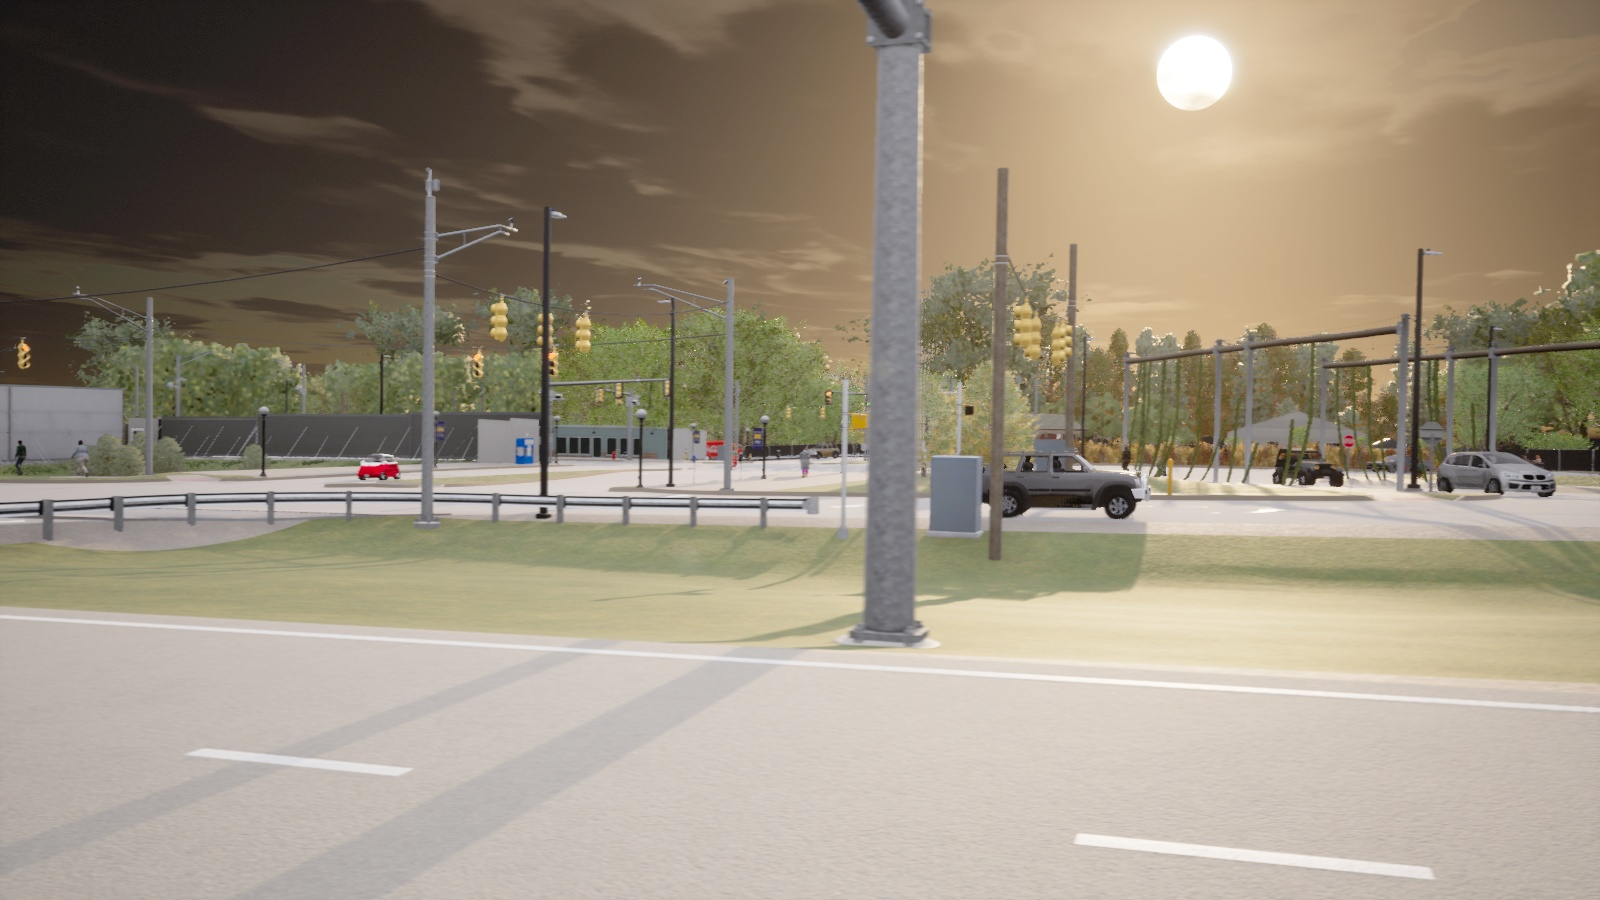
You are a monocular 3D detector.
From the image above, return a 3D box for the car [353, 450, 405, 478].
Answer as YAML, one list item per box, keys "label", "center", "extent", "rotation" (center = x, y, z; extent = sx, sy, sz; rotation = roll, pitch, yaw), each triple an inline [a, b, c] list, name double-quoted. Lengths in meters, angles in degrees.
- label: "car"
  center: [-21.599, 0.716, 64.464]
  extent: [1.481, 1.376, 2.207]
  rotation: [1, 0, 18]

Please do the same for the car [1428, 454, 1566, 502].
- label: "car"
  center: [25.924, 1.011, 46.906]
  extent: [2.242, 1.667, 4.611]
  rotation: [1, -1, -6]

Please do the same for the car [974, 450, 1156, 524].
- label: "car"
  center: [7.146, 0.942, 33.824]
  extent: [4.605, 1.855, 1.932]
  rotation: [0, 1, 18]

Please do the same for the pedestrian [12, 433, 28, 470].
- label: "pedestrian"
  center: [-39.061, 0.085, 62.908]
  extent: [0.614, 1.847, 0.353]
  rotation: [2, 1, 20]

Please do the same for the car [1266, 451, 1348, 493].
- label: "car"
  center: [24.216, 1.025, 60.080]
  extent: [1.905, 1.878, 3.866]
  rotation: [1, 0, -9]

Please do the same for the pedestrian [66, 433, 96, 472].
- label: "pedestrian"
  center: [-35.209, 0.121, 61.499]
  extent: [0.900, 1.855, 0.874]
  rotation: [2, 1, 27]

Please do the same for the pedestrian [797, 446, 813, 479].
- label: "pedestrian"
  center: [0.289, 0.744, 75.794]
  extent: [0.659, 1.952, 0.873]
  rotation: [2, 1, 19]

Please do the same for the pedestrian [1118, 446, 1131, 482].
- label: "pedestrian"
  center: [17.680, 0.748, 68.370]
  extent: [0.395, 1.930, 0.692]
  rotation: [1, 1, -10]
